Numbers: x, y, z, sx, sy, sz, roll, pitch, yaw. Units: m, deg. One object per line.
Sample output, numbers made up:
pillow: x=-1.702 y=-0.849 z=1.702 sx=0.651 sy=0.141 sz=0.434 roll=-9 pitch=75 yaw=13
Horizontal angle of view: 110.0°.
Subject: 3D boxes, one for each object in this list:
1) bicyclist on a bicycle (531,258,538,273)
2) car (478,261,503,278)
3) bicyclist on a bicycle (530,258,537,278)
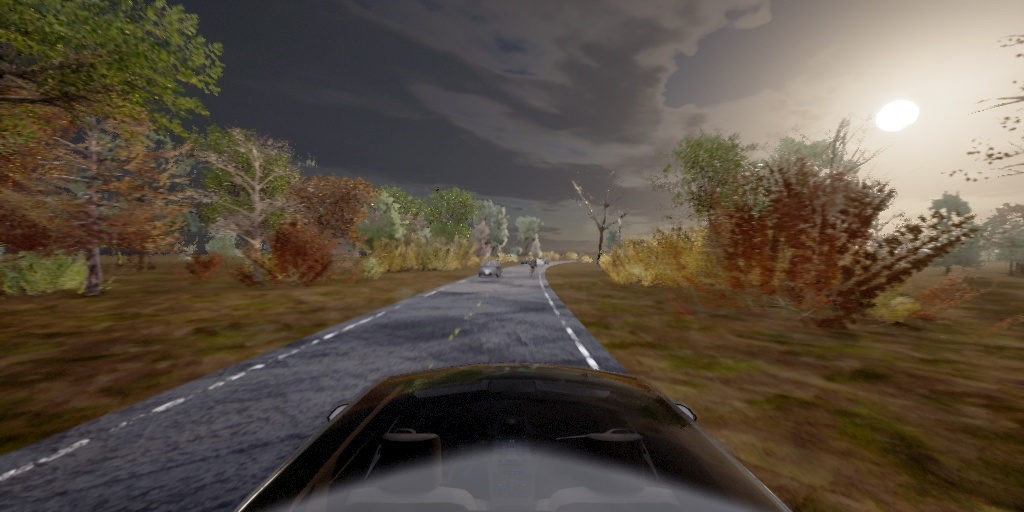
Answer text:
bicyclist on a bicycle: x=2.689 y=1.106 z=42.730 sx=0.659 sy=1.776 sz=1.843 roll=0 pitch=0 yaw=5
car: x=-1.973 y=1.204 z=33.514 sx=2.128 sy=1.511 sz=4.902 roll=0 pitch=0 yaw=4
bicyclist on a bicycle: x=1.913 y=1.190 z=33.373 sx=0.582 sy=1.620 sz=1.656 roll=0 pitch=0 yaw=4
